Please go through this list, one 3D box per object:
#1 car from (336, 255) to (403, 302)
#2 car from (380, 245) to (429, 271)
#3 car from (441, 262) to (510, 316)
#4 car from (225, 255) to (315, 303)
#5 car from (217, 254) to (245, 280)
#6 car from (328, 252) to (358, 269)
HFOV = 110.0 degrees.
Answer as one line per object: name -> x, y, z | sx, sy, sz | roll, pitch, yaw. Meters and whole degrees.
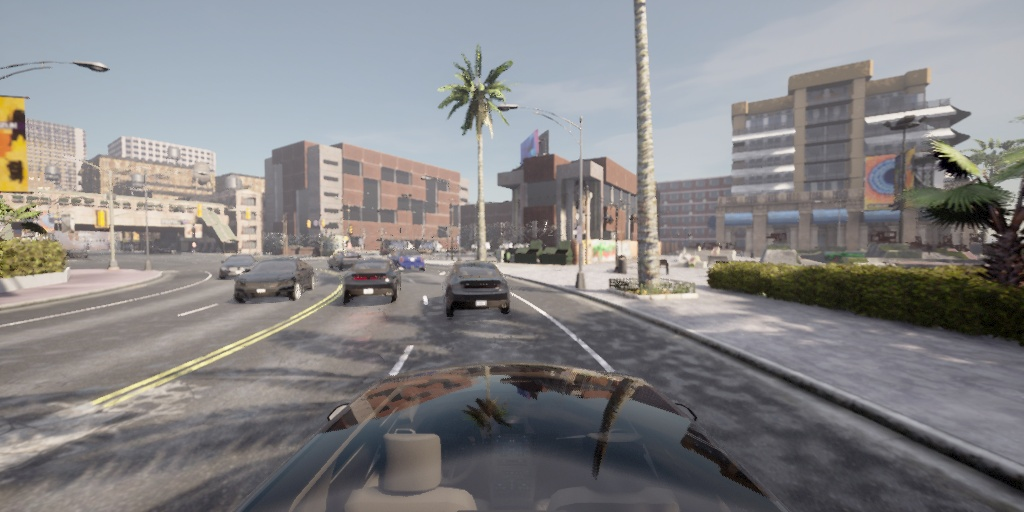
car -> -5.477, 0.865, 14.349 | 1.837, 1.490, 4.892 | 0, 2, -16
car -> -8.668, 0.268, 28.714 | 2.097, 1.767, 4.553 | -1, 2, -34
car -> -1.306, 0.936, 11.936 | 1.837, 1.490, 4.892 | 0, 2, -12
car -> -9.373, 0.837, 14.551 | 1.882, 1.535, 5.008 | 0, 2, -20
car -> -17.200, 0.637, 22.804 | 1.812, 1.442, 4.674 | -1, 2, -34
car -> -13.836, 0.380, 29.772 | 2.128, 1.511, 4.902 | -1, 2, -40
